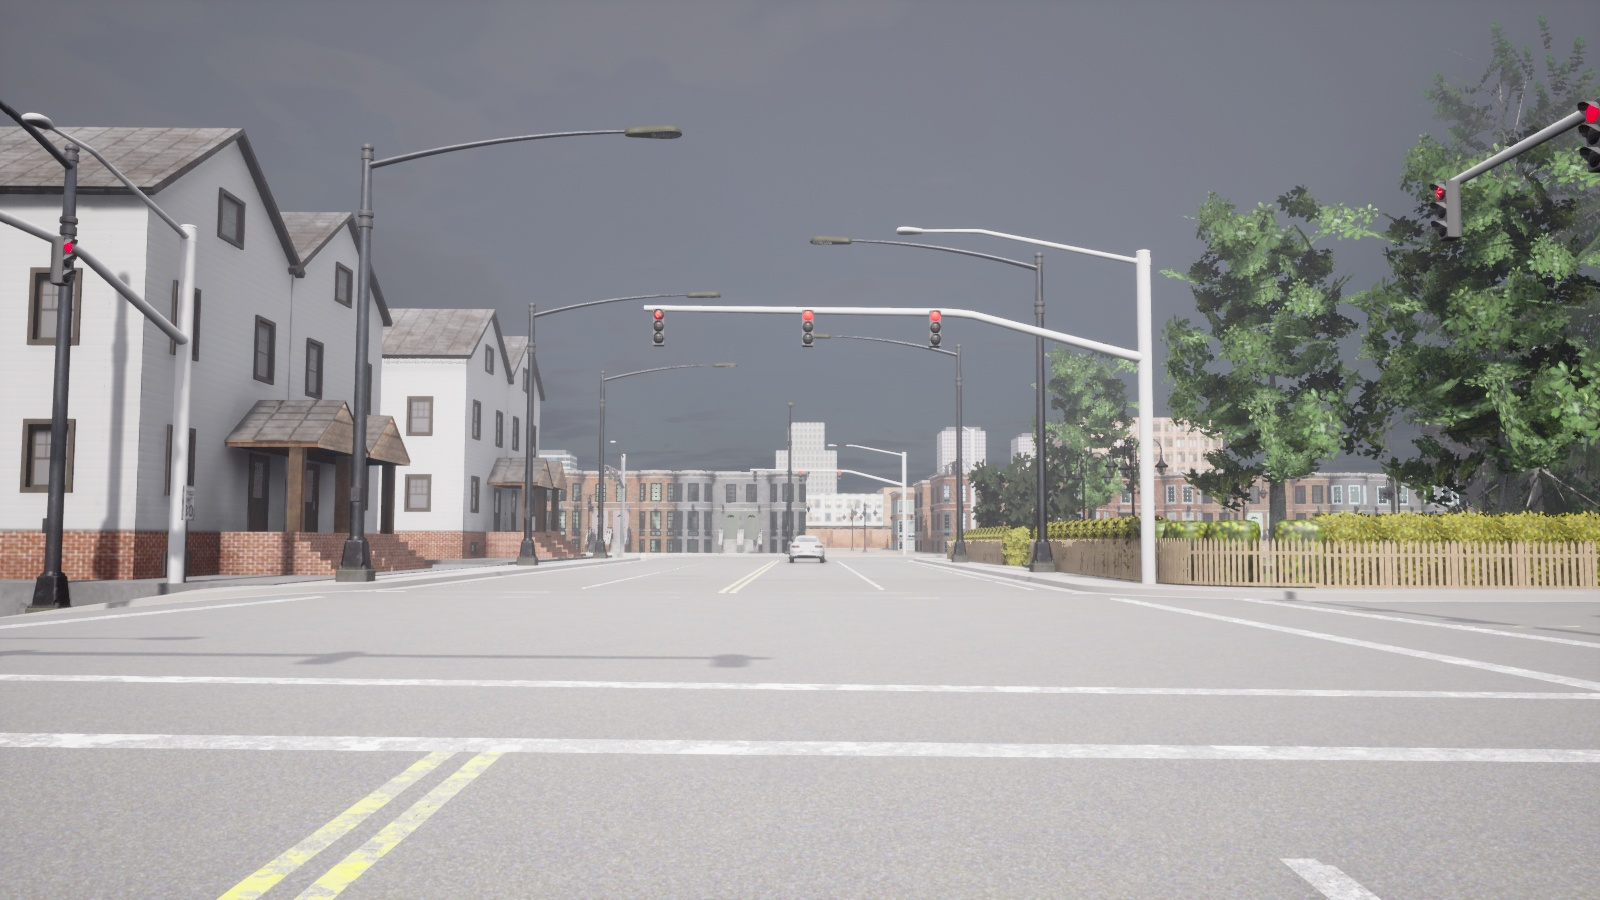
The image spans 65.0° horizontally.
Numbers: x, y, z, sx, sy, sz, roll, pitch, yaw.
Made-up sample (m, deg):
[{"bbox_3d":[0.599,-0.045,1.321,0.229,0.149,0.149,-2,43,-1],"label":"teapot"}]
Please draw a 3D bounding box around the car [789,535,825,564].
[{"bbox_3d":[0.364,5.253,66.562,1.812,1.442,4.674,0,-4,0],"label":"car"}]
